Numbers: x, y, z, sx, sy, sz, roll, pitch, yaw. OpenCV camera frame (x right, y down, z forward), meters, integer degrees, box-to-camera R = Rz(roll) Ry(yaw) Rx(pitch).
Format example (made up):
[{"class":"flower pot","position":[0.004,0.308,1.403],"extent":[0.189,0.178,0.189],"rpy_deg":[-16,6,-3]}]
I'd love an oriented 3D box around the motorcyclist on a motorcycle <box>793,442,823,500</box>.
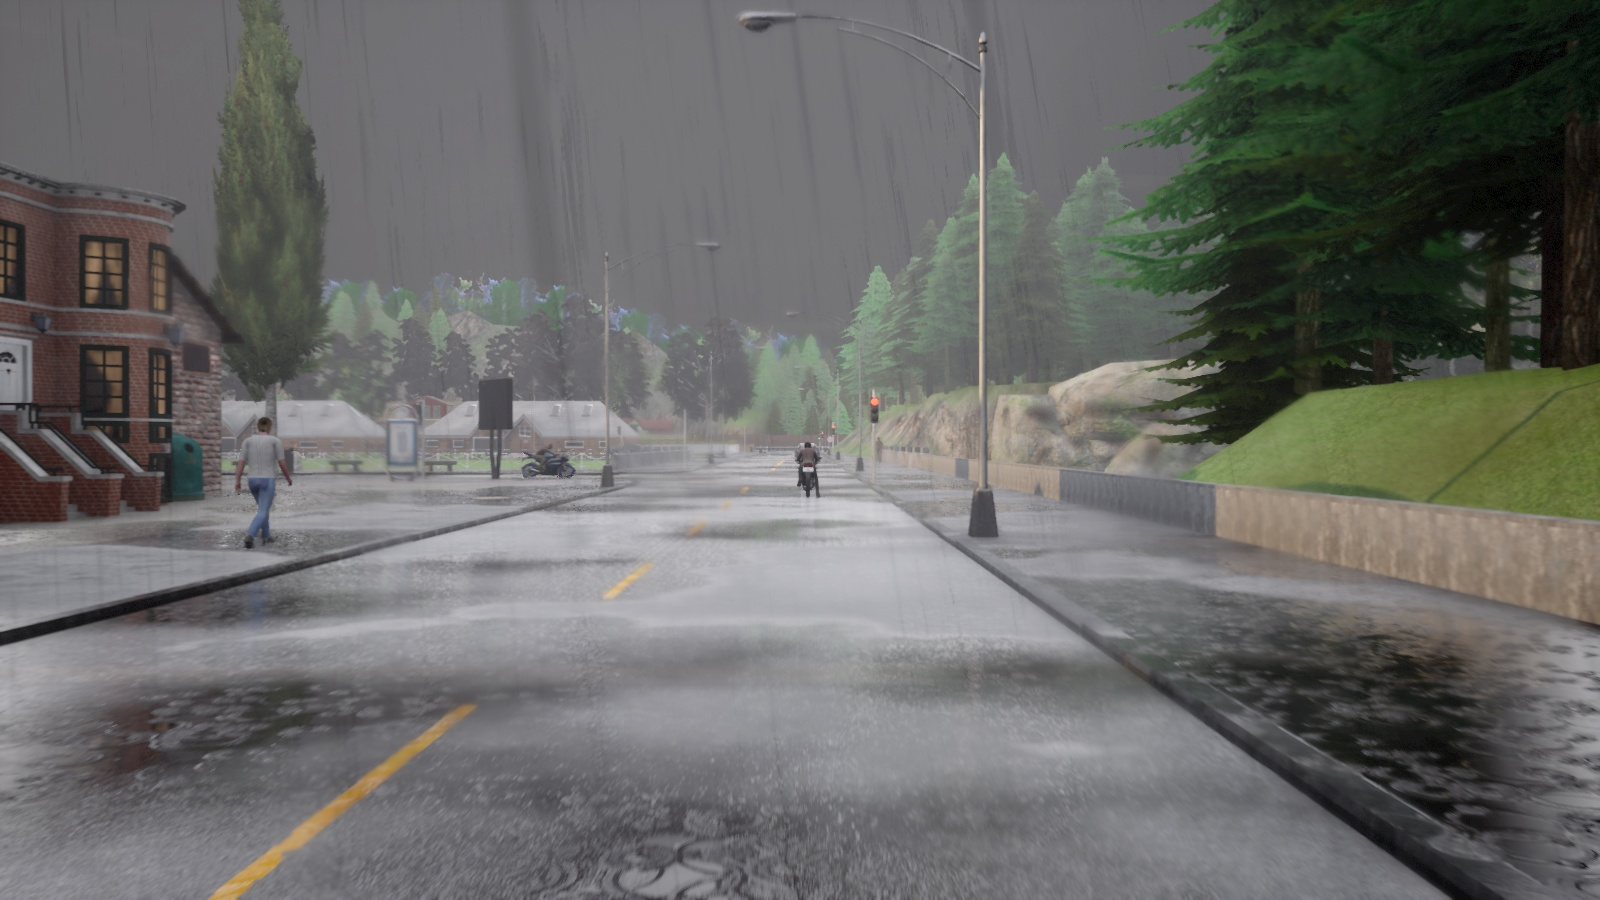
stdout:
[{"class":"motorcyclist on a motorcycle","position":[0.213,0.537,34.097],"extent":[0.797,1.523,2.044],"rpy_deg":[0,0,0]}]

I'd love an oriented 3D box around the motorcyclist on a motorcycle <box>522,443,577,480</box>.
[{"class":"motorcyclist on a motorcycle","position":[-10.544,0.474,52.896],"extent":[2.191,1.530,0.866],"rpy_deg":[0,0,-2]}]

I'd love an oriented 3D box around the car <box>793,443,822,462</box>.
[{"class":"car","position":[0.589,0.188,99.179],"extent":[2.163,1.488,4.792],"rpy_deg":[0,0,0]}]

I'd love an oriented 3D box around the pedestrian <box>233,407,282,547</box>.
[{"class":"pedestrian","position":[-7.283,0.350,16.871],"extent":[0.354,1.836,0.706],"rpy_deg":[0,0,1]}]
